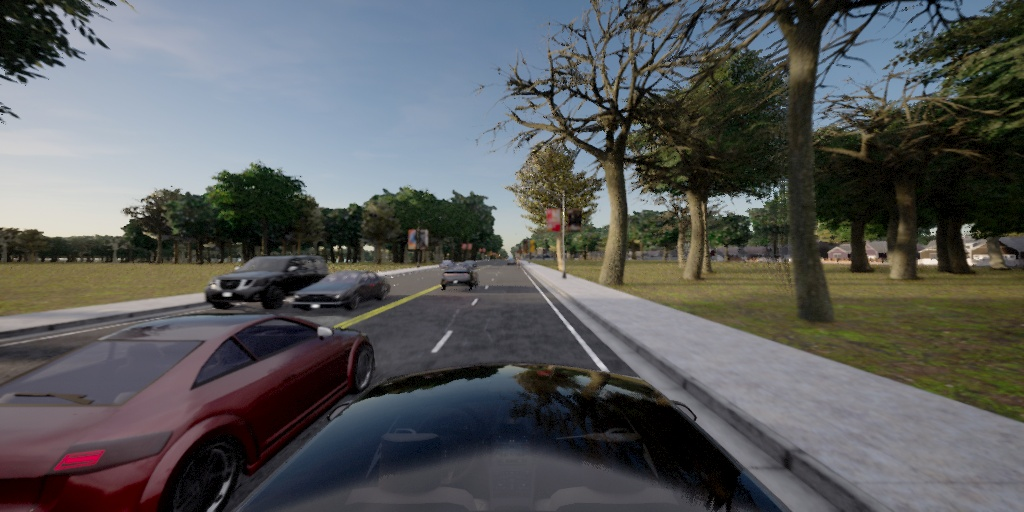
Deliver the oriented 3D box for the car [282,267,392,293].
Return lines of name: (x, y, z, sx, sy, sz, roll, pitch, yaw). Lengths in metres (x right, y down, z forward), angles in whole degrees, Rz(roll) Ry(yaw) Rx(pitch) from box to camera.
car: (-6.603, 1.304, 14.696, 2.033, 1.411, 5.357, 0, 0, 0)

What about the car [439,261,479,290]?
car: (-3.152, 1.254, 22.390, 2.128, 1.511, 4.902, 0, 0, 0)

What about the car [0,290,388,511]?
car: (-3.150, 1.314, 4.011, 1.994, 1.385, 4.181, 0, 0, 0)

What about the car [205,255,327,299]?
car: (-9.849, 0.978, 15.162, 2.150, 2.045, 5.566, 0, 0, 0)

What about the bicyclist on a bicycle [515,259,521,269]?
bicyclist on a bicycle: (0.893, 1.223, 52.024, 0.866, 1.612, 1.509, 0, -1, 0)
